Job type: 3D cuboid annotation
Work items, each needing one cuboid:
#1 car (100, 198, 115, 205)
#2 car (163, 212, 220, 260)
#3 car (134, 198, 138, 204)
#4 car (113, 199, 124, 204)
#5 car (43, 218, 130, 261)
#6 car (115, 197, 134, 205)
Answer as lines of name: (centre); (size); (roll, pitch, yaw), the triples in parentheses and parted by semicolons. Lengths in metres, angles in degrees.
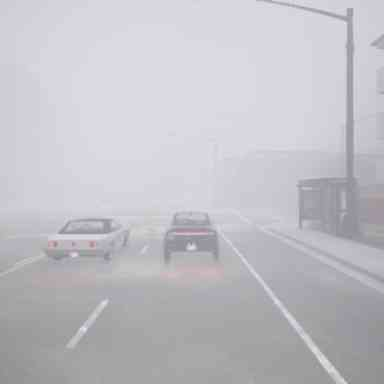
car: (-16.888, 1.898, 65.802); (2.128, 1.511, 4.902); (0, -1, -3)
car: (-0.037, 1.477, 12.449); (2.128, 1.511, 4.902); (0, 0, -1)
car: (-14.365, 2.210, 81.503); (2.128, 1.511, 4.902); (0, -1, -4)
car: (-17.853, 2.281, 81.207); (1.895, 1.301, 4.718); (0, -1, -4)
car: (-3.532, 1.590, 12.161); (1.895, 1.301, 4.718); (0, 0, -1)
car: (-13.404, 1.739, 66.137); (2.097, 1.767, 4.553); (0, -1, -3)
